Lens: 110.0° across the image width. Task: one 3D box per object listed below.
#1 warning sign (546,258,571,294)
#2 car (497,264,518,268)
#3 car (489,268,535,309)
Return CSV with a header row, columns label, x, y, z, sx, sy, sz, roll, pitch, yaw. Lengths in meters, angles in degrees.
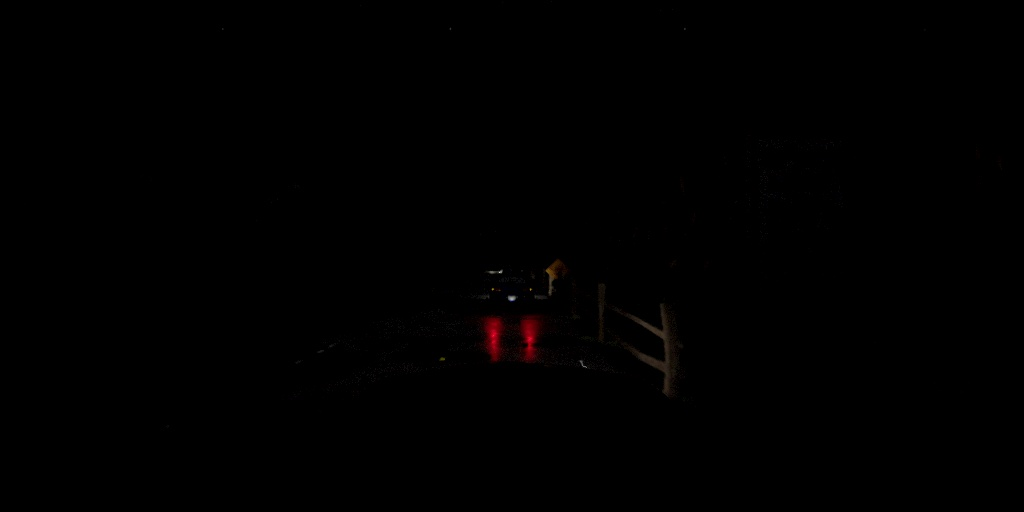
label,x,y,z,sx,sy,sz,roll,pitch,yaw
warning sign,2.438,1.049,18.935,1.300,1.860,1.060,0,0,0
car,0.002,1.634,30.351,1.994,1.385,4.181,0,-1,0
car,0.013,1.423,15.752,1.812,1.442,4.674,0,0,0
